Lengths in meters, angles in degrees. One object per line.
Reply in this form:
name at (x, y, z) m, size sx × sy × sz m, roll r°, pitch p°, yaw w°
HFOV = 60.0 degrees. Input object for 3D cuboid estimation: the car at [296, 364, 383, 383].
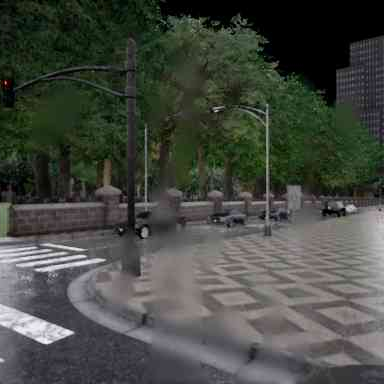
car at (2.409, 1.549, 1.239) m, size 4.403 × 1.369 × 2.008 m, roll 0°, pitch 0°, yaw 36°

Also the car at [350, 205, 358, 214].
car at (25.314, 2.782, 53.454) m, size 1.812 × 1.442 × 4.674 m, roll 0°, pitch -1°, yaw 35°

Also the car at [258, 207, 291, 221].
car at (9.100, 2.308, 36.120) m, size 2.033 × 1.411 × 5.357 m, roll 0°, pitch -1°, yaw 35°

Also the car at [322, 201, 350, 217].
car at (19.174, 2.249, 44.799) m, size 2.150 × 2.045 × 5.566 m, roll 0°, pitch -1°, yaw 35°

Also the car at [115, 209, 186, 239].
car at (-2.371, 1.826, 19.969) m, size 1.882 × 1.535 × 5.008 m, roll 0°, pitch -1°, yaw 36°

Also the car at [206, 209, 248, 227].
car at (2.948, 2.101, 27.460) m, size 1.994 × 1.385 × 4.181 m, roll 0°, pitch -1°, yaw 36°
